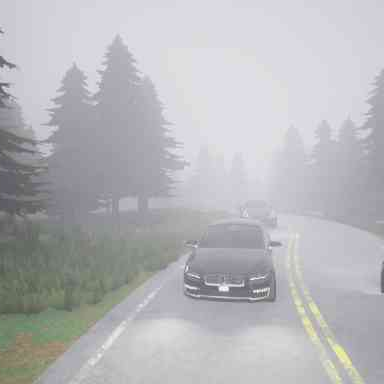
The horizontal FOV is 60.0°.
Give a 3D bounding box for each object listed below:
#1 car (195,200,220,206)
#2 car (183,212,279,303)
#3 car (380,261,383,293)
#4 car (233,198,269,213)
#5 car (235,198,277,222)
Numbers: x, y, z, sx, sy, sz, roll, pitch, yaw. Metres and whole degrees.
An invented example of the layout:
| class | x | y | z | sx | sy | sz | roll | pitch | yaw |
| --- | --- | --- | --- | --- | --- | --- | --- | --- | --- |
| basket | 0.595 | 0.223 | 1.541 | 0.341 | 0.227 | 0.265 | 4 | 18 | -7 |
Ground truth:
| class | x | y | z | sx | sy | sz | roll | pitch | yaw |
| --- | --- | --- | --- | --- | --- | --- | --- | --- | --- |
| car | 1.977 | 1.798 | 44.866 | 1.812 | 1.442 | 4.674 | 3 | -5 | -35 |
| car | 1.102 | 1.496 | 8.420 | 1.837 | 1.490 | 4.892 | -1 | 0 | 13 |
| car | 4.499 | 1.308 | 4.645 | 2.097 | 1.767 | 4.553 | -1 | 0 | 9 |
| car | 6.249 | 1.409 | 35.735 | 1.837 | 1.490 | 4.892 | 2 | -1 | -15 |
| car | 4.016 | 1.268 | 21.132 | 2.097 | 1.767 | 4.553 | -1 | 0 | 3 |
